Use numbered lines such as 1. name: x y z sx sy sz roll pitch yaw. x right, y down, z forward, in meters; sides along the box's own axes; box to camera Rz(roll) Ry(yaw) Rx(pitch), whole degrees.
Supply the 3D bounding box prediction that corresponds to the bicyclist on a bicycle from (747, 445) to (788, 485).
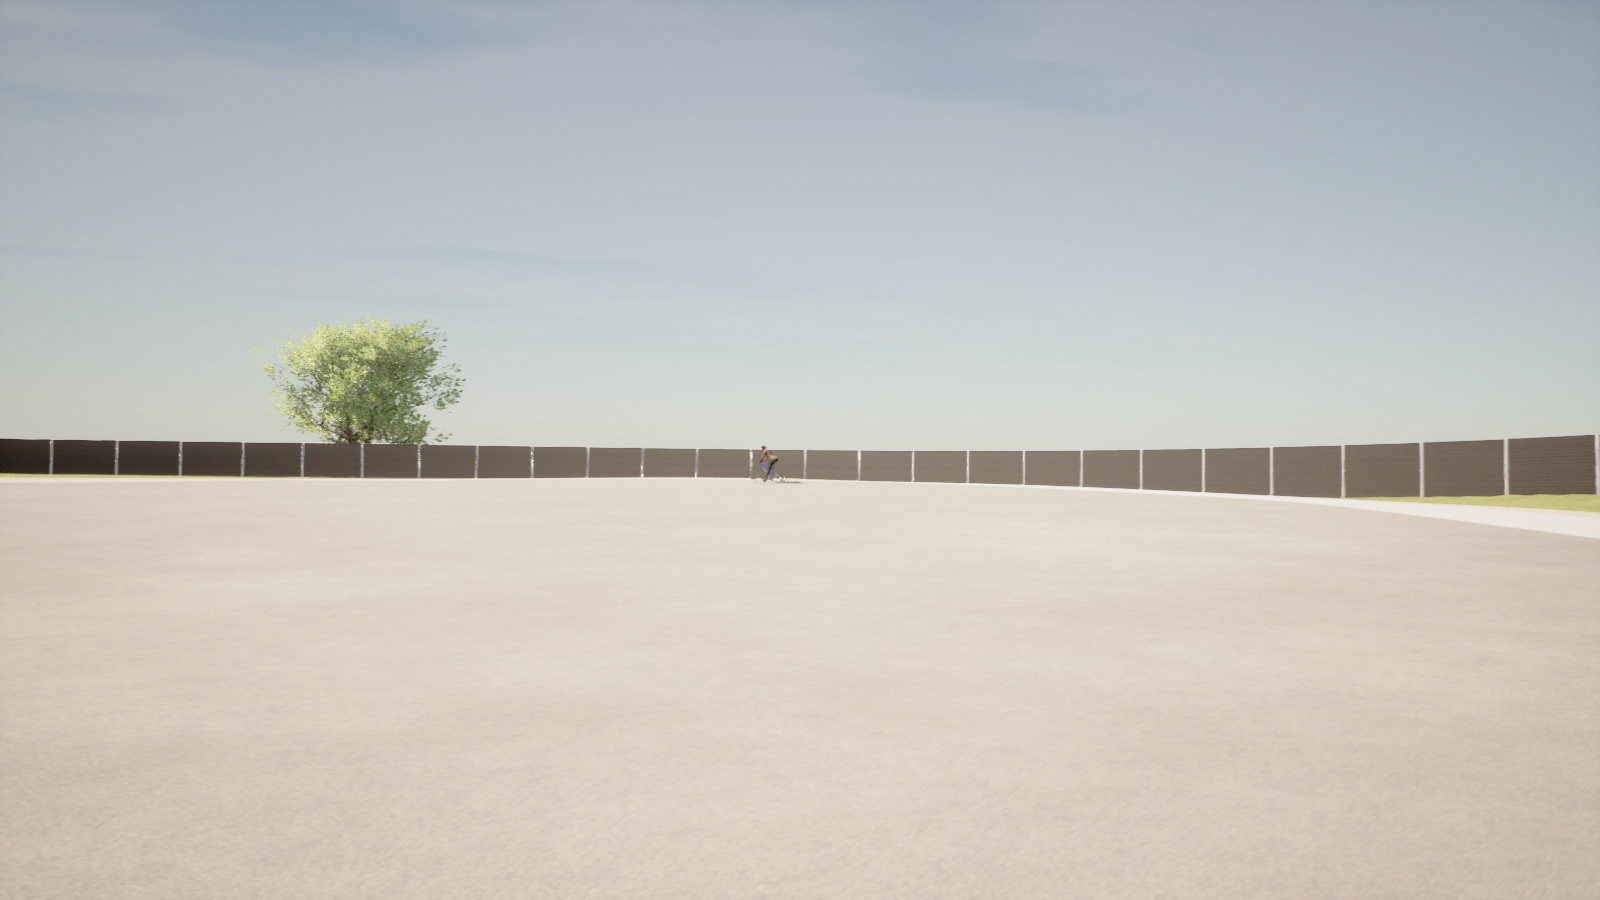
1. bicyclist on a bicycle: -1.366 0.633 52.993 1.656 1.620 0.582 -1 1 35
